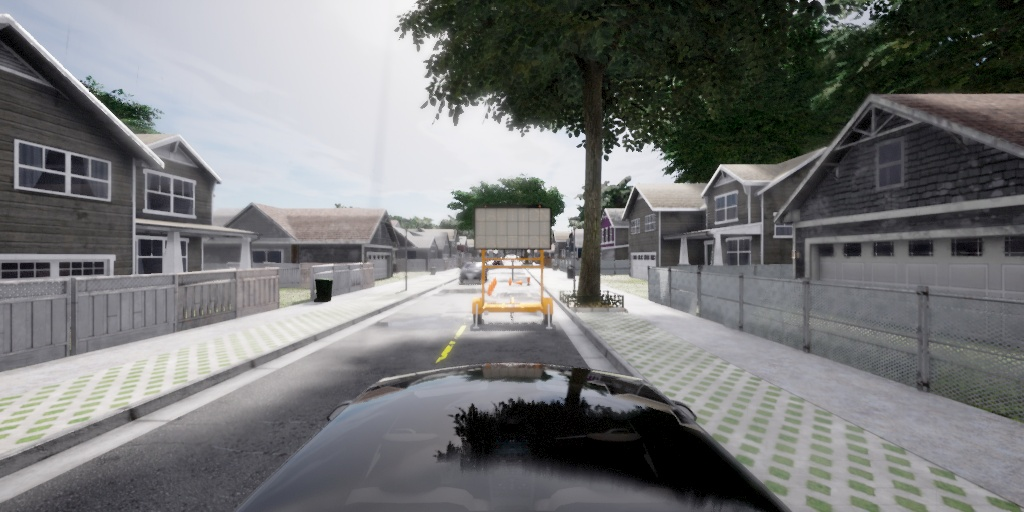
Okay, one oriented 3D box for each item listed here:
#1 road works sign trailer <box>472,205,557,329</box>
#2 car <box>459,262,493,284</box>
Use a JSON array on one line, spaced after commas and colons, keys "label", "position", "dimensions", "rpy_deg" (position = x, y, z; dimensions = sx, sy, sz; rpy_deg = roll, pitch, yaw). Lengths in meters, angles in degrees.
[{"label": "road works sign trailer", "position": [0.023, 0.212, 11.244], "dimensions": [2.380, 3.560, 2.880], "rpy_deg": [0, 0, 0]}, {"label": "car", "position": [-2.804, 1.225, 27.022], "dimensions": [2.128, 1.511, 4.902], "rpy_deg": [0, 0, 0]}]
